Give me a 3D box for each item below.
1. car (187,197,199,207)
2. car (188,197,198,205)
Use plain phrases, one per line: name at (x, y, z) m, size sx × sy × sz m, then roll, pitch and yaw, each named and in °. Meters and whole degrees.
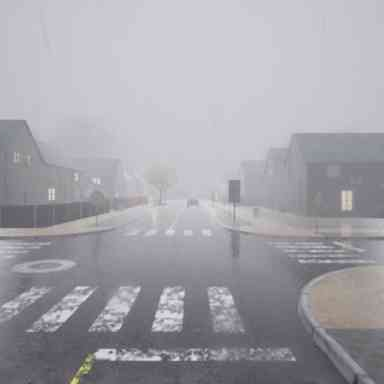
car at (0.176, 1.654, 56.234) m, size 2.128 × 1.511 × 4.902 m, roll 0°, pitch 0°, yaw 0°
car at (0.209, 1.709, 66.653) m, size 1.882 × 1.535 × 5.008 m, roll 0°, pitch 0°, yaw 0°
